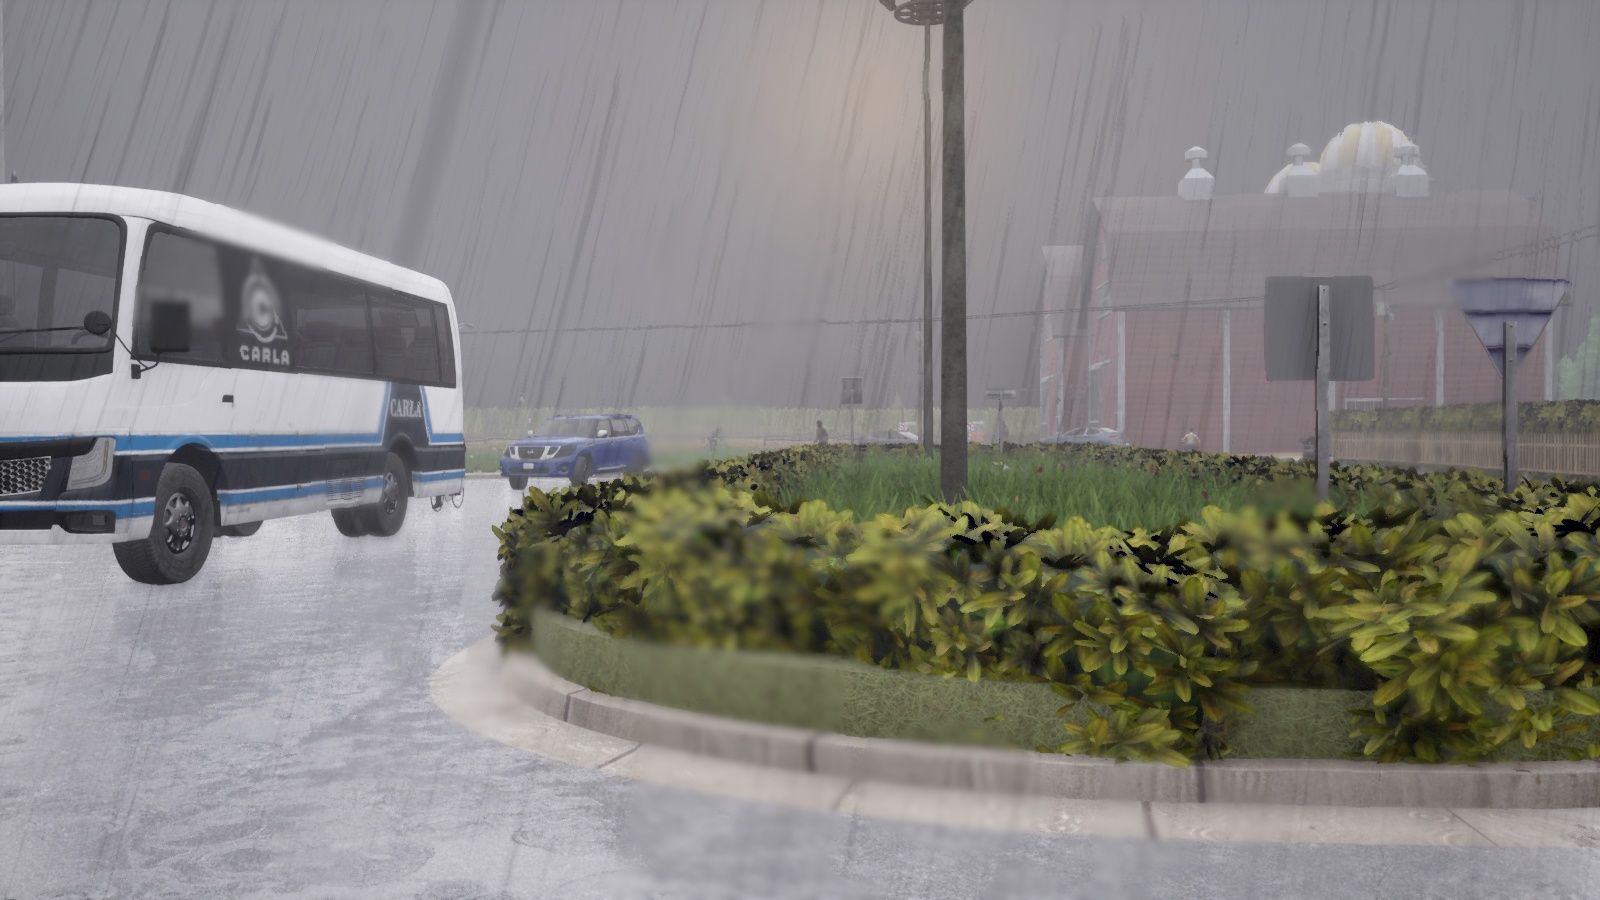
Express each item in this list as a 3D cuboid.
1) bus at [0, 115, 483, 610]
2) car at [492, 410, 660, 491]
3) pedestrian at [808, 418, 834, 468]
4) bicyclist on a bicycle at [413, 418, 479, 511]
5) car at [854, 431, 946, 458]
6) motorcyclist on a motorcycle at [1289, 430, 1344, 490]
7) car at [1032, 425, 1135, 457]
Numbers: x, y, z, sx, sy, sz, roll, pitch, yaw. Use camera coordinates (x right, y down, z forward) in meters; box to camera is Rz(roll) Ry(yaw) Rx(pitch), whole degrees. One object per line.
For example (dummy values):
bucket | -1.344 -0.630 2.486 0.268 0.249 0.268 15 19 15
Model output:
bus | -7.655 -0.836 16.062 3.944 4.253 10.273 0 1 4
car | -6.077 -0.036 34.912 2.150 2.045 5.566 1 1 19
pedestrian | 0.774 -0.259 46.420 0.869 1.805 0.328 0 1 -25
bicyclist on a bicycle | -6.991 0.272 24.884 0.659 1.776 1.843 0 1 5
car | 5.726 -0.328 71.864 4.792 1.488 2.163 0 1 32
motorcyclist on a motorcycle | 14.750 0.257 35.945 0.766 1.649 2.350 0 1 5
car | 15.362 -0.491 68.242 5.027 1.651 2.152 1 1 38
